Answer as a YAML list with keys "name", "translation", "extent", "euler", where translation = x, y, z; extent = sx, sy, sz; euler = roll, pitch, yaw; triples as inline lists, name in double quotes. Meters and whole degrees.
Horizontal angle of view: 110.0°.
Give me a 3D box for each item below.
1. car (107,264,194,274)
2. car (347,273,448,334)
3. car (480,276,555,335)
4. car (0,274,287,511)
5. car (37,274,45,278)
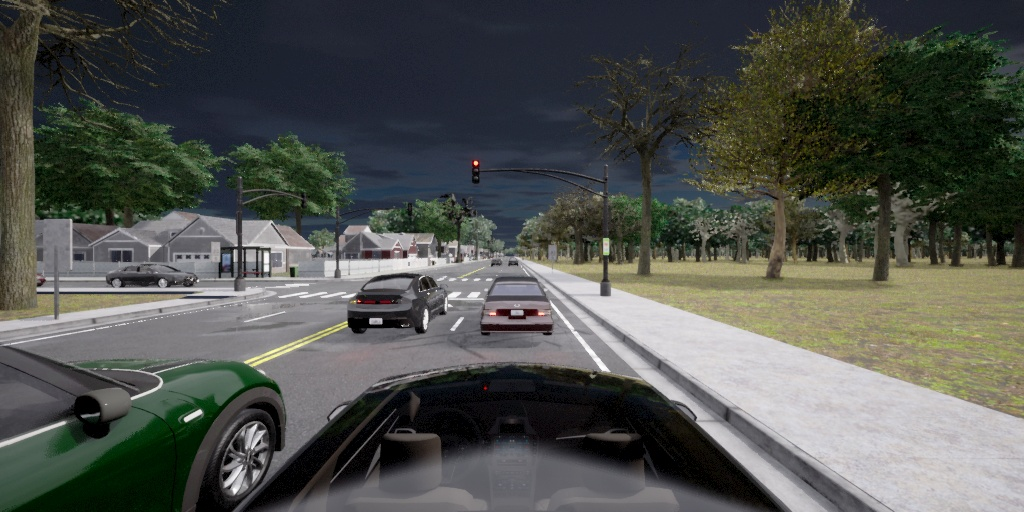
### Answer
- name: "car"
  translation: [-22.897, 1.285, 22.921]
  extent: [4.892, 1.490, 1.837]
  euler: [0, 0, 0]
- name: "car"
  translation: [-3.138, 1.254, 10.674]
  extent: [1.837, 1.490, 4.892]
  euler: [0, 0, 0]
- name: "car"
  translation: [0.119, 1.297, 10.421]
  extent: [2.033, 1.411, 5.357]
  euler: [0, 0, 0]
- name: "car"
  translation: [-3.149, 1.102, 1.476]
  extent: [2.097, 1.767, 4.553]
  euler: [0, 0, 0]
- name: "car"
  translation: [-33.061, 1.323, 23.010]
  extent: [4.674, 1.442, 1.812]
  euler: [0, 0, 0]
